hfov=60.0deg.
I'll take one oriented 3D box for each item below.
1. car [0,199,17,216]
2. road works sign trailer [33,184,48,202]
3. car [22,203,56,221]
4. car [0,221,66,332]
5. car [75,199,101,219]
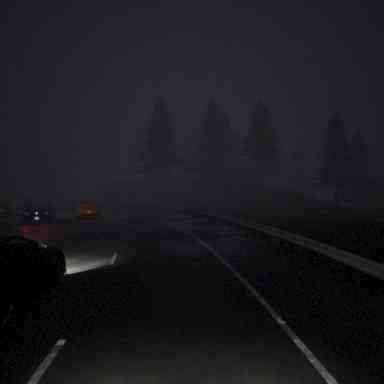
[{"bbox_3d":[-17.417,1.376,30.830,1.882,1.535,5.008,0,0,-24],"label":"car"},{"bbox_3d":[-30.615,0.229,66.506,2.880,3.560,2.380,0,0,38],"label":"road works sign trailer"},{"bbox_3d":[-11.389,1.511,25.040,1.895,1.301,4.718,0,0,-18],"label":"car"},{"bbox_3d":[-4.038,1.542,6.671,1.994,1.385,4.181,0,0,-5],"label":"car"},{"bbox_3d":[-8.941,1.366,28.461,1.882,1.535,5.008,0,0,-20],"label":"car"}]
